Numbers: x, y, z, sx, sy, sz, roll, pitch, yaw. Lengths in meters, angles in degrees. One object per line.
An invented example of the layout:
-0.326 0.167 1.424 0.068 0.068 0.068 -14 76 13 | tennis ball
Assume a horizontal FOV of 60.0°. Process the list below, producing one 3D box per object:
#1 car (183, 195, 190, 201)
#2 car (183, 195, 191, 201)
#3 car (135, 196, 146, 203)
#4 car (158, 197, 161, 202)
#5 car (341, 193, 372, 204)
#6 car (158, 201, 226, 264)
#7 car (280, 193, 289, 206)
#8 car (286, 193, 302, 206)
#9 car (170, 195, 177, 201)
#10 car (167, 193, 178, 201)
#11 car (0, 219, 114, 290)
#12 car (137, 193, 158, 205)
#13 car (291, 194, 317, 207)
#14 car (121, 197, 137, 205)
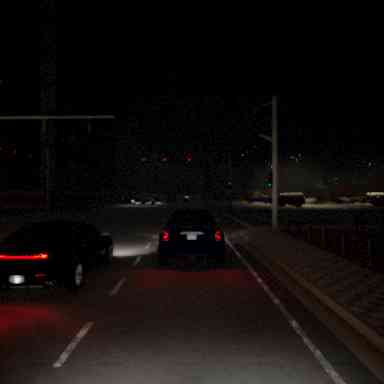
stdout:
-1.346 1.491 87.795 1.812 1.442 4.674 0 0 -1 | car
-1.220 1.688 77.727 1.895 1.301 4.718 0 0 -1 | car
-11.695 1.684 75.642 1.895 1.301 4.718 0 0 -1 | car
-8.196 1.684 75.720 1.895 1.301 4.718 0 0 -1 | car
35.734 1.295 72.215 4.605 1.855 1.932 0 0 0 | car
-0.021 1.368 12.062 2.097 1.767 4.553 0 0 0 | car
20.703 1.288 66.582 4.605 1.855 1.932 0 0 0 | car
20.768 1.495 63.899 3.905 1.438 1.784 0 0 0 | car
-4.846 1.467 87.751 1.837 1.490 4.892 0 0 -1 | car
-4.716 1.307 77.361 2.150 2.045 5.566 0 0 -1 | car
-3.499 1.515 9.095 1.837 1.490 4.892 0 0 0 | car
-8.035 1.293 60.203 2.150 2.045 5.566 0 0 0 | car
20.783 1.524 61.004 3.806 1.475 1.970 0 0 0 | car
-11.527 1.619 60.133 2.033 1.411 5.357 0 0 0 | car
